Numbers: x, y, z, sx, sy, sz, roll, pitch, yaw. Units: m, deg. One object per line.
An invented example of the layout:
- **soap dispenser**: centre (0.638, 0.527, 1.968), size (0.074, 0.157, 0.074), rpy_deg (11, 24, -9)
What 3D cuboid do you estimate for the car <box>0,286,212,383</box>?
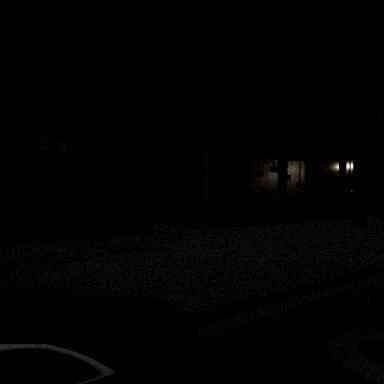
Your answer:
- **car**: centre (-2.127, 1.491, 1.891), size (4.902, 1.511, 2.128), rpy_deg (0, 0, -35)
